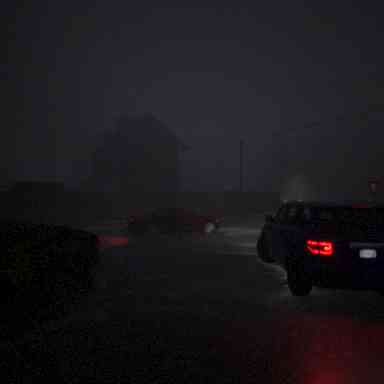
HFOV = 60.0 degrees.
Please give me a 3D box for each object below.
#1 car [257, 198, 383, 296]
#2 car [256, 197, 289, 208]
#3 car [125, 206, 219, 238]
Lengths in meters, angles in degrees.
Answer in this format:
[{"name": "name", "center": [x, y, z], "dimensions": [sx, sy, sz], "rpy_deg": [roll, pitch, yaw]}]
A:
[{"name": "car", "center": [3.291, 1.217, 8.749], "dimensions": [2.150, 2.045, 5.566], "rpy_deg": [0, 0, 2]}, {"name": "car", "center": [11.482, 1.456, 47.756], "dimensions": [1.882, 1.535, 5.008], "rpy_deg": [0, 0, -24]}, {"name": "car", "center": [-0.956, 1.471, 17.406], "dimensions": [5.008, 1.535, 1.882], "rpy_deg": [0, 0, -24]}]
